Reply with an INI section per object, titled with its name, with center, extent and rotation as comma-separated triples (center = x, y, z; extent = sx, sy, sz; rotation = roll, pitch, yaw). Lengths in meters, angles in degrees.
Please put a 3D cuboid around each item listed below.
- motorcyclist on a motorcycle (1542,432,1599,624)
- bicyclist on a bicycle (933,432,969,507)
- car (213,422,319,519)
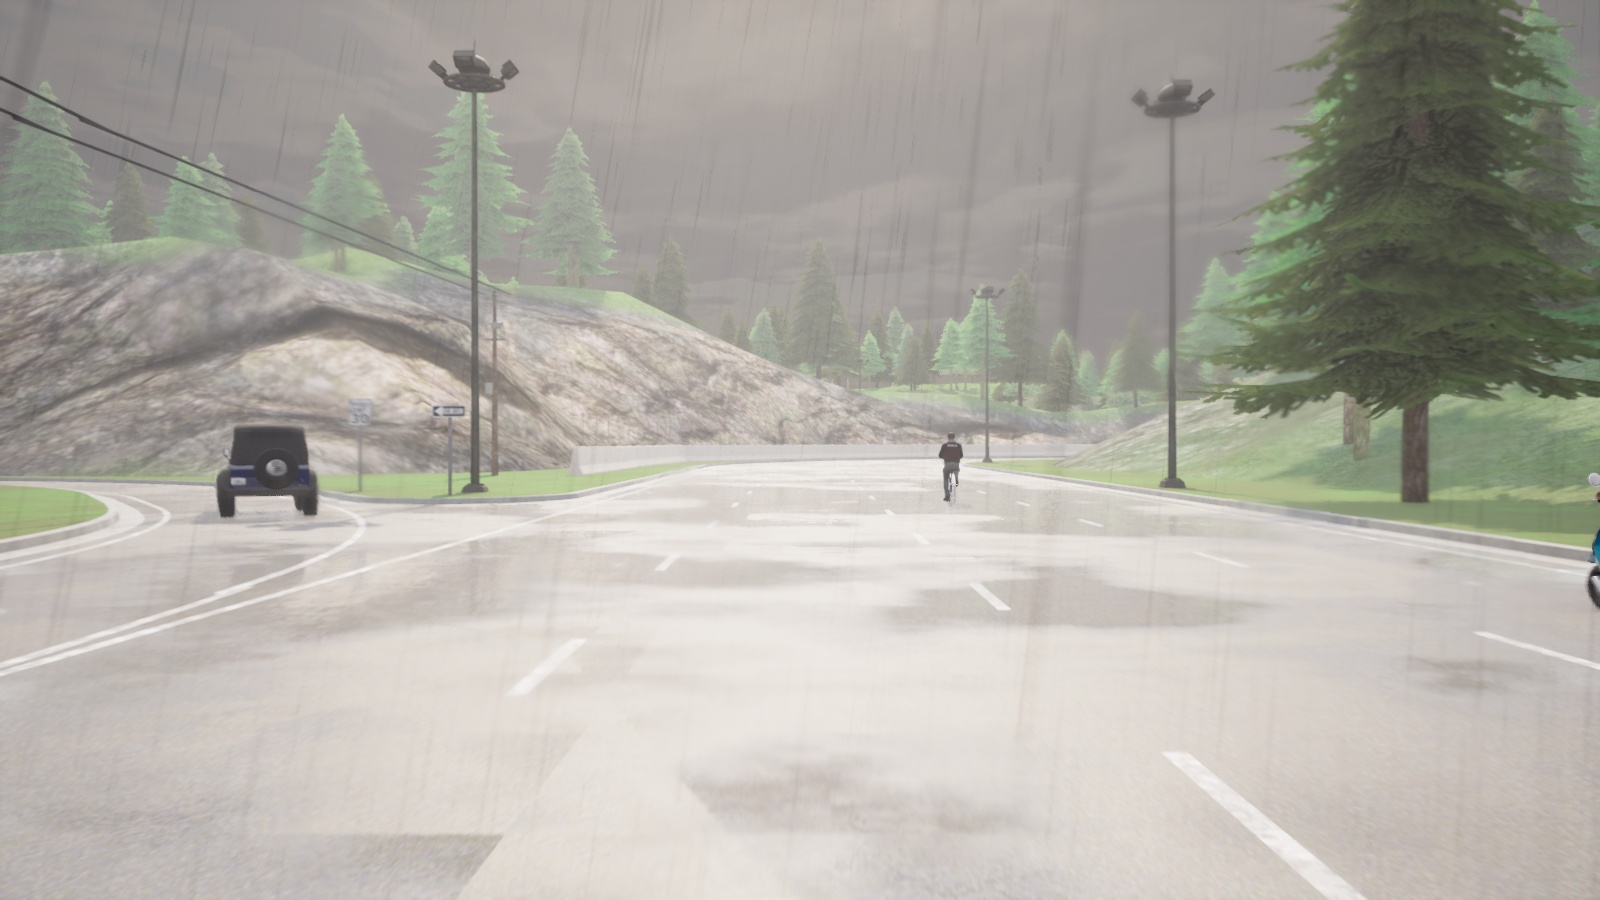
[motorcyclist on a motorcycle]
center = 7.075, 0.648, 10.340
extent = 0.866, 1.590, 1.817
rotation = 0, 0, 0
[bicyclist on a bicycle]
center = 3.692, 0.448, 30.805
extent = 0.659, 1.776, 1.843
rotation = 0, 1, 0
[car]
center = -11.331, 0.386, 26.516
extent = 1.905, 1.878, 3.866
rotation = 0, 0, -26
